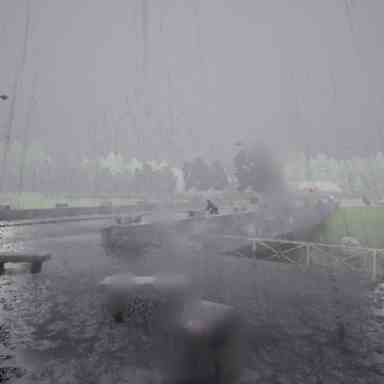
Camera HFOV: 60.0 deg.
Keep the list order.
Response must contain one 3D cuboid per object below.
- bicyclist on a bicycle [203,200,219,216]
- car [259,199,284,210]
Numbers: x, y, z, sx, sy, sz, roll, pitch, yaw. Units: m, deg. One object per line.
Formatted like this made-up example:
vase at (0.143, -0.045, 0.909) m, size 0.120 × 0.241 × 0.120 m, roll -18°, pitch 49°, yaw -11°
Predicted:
bicyclist on a bicycle at (1.279, 1.369, 22.992) m, size 1.656 × 1.620 × 0.582 m, roll 0°, pitch 0°, yaw 35°
car at (10.250, 1.591, 42.807) m, size 1.994 × 1.385 × 4.181 m, roll 0°, pitch 0°, yaw 35°
